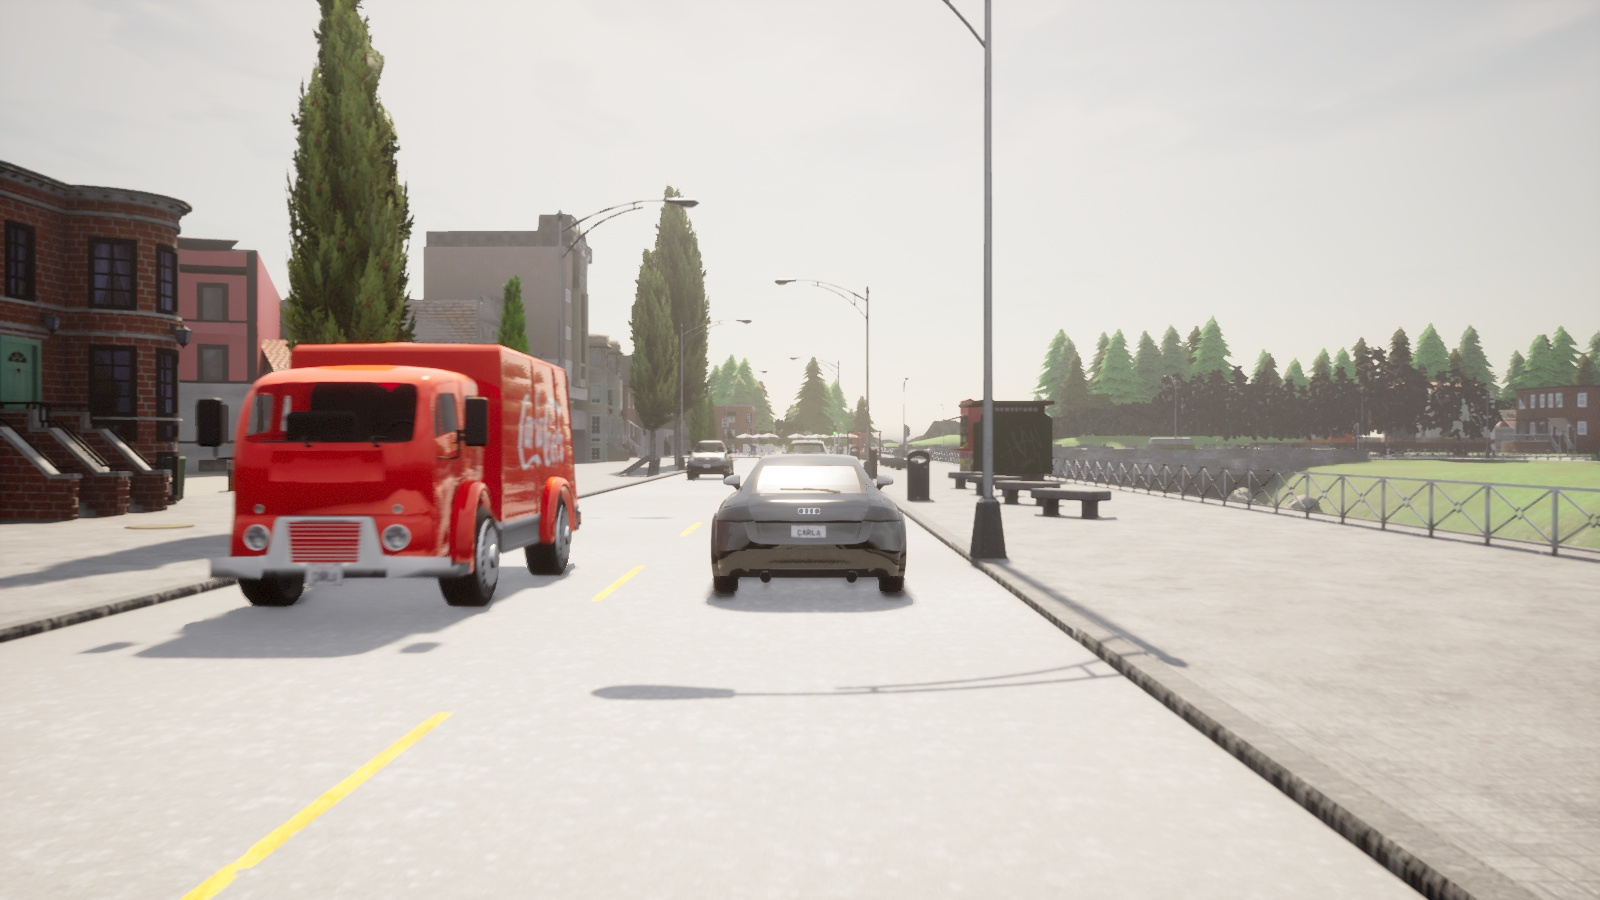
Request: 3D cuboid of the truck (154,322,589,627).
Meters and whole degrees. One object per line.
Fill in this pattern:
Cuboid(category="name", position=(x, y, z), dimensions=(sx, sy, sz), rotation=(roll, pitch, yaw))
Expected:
Cuboid(category="truck", position=(-3.913, 0.185, 12.790), dimensions=(2.627, 2.467, 5.204), rotation=(0, 0, 0))

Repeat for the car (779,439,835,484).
Cuboid(category="car", position=(0.282, 0.405, 48.265), dimensions=(2.033, 1.649, 4.856), rotation=(0, 0, 0))

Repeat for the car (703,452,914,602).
Cuboid(category="car", position=(0.092, 0.732, 13.939), dimensions=(1.994, 1.385, 4.181), rotation=(0, 0, 0))

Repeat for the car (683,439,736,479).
Cuboid(category="car", position=(-3.697, 0.349, 51.845), dimensions=(1.851, 1.617, 3.988), rotation=(0, 0, 0))
